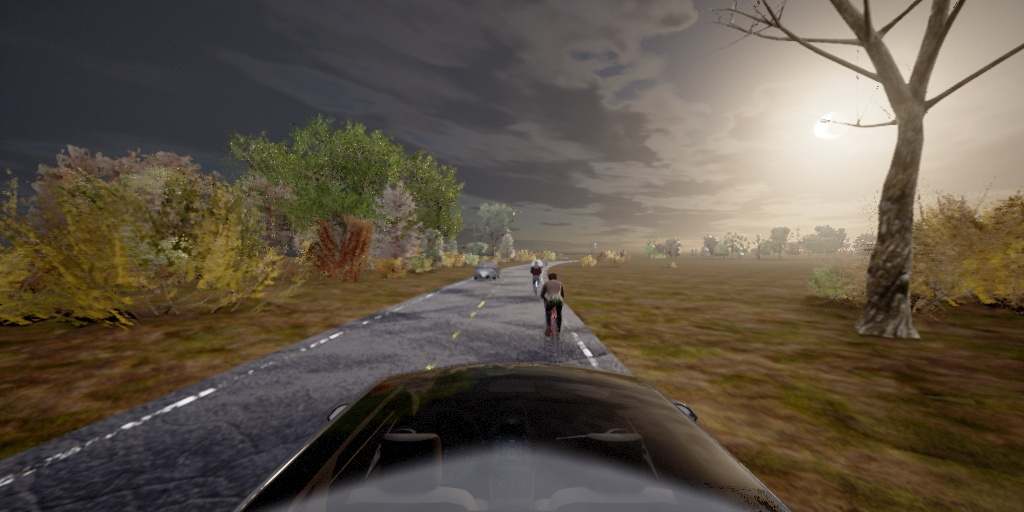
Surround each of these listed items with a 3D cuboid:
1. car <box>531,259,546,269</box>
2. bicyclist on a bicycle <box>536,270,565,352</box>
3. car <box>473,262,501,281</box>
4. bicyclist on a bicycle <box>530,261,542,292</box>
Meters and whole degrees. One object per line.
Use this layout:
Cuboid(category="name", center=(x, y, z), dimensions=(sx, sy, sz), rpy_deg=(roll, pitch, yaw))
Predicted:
Cuboid(category="car", center=(4.118, 1.296, 58.504), dimensions=(1.812, 1.442, 4.674), rpy_deg=(0, 0, 8))
Cuboid(category="bicyclist on a bicycle", center=(0.920, 1.203, 7.985), dimensions=(0.582, 1.620, 1.656), rpy_deg=(0, 0, 1))
Cuboid(category="car", center=(-2.016, 1.246, 30.337), dimensions=(2.128, 1.511, 4.902), rpy_deg=(0, 0, 4))
Cuboid(category="bicyclist on a bicycle", center=(1.226, 1.123, 18.152), dimensions=(0.659, 1.776, 1.843), rpy_deg=(0, 0, 2))
